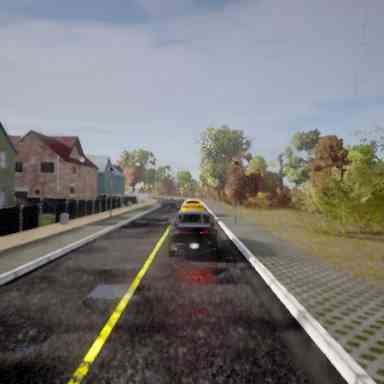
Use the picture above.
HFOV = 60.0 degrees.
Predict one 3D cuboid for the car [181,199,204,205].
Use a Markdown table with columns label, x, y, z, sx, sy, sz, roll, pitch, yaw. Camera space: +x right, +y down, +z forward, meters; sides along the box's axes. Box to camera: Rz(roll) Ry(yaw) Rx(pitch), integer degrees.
| label | x | y | z | sx | sy | sz | roll | pitch | yaw |
| --- | --- | --- | --- | --- | --- | --- | --- | --- | --- |
| car | 0.081 | 1.392 | 29.794 | 1.882 | 1.535 | 5.008 | 0 | 0 | 0 |

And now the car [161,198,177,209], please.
| label | x | y | z | sx | sy | sz | roll | pitch | yaw |
| --- | --- | --- | --- | --- | --- | --- | --- | --- | --- |
| car | -2.854 | 1.477 | 41.976 | 1.895 | 1.301 | 4.718 | 0 | 0 | 0 |

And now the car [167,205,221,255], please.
| label | x | y | z | sx | sy | sz | roll | pitch | yaw |
| --- | --- | --- | --- | --- | --- | --- | --- | --- | --- |
| car | 0.081 | 1.471 | 13.104 | 1.837 | 1.490 | 4.892 | 0 | 0 | 0 |
